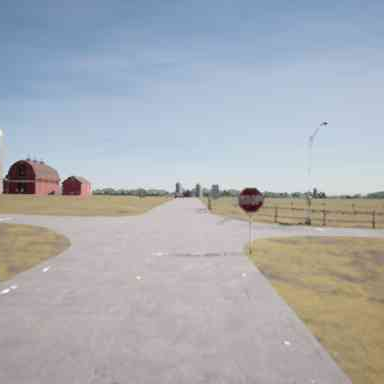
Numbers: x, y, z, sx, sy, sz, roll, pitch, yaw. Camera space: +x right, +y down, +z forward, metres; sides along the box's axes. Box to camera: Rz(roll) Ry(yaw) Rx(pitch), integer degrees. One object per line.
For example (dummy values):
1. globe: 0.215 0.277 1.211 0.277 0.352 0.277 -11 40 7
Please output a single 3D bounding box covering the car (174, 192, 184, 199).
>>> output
1. car: -2.798 0.783 72.463 1.994 1.385 4.181 0 0 0
